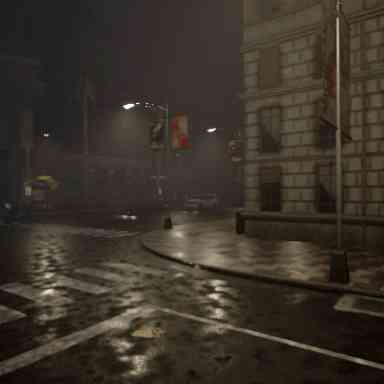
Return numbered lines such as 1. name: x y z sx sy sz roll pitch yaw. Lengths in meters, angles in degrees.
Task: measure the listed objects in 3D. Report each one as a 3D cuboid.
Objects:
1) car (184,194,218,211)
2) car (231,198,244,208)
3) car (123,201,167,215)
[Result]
1. car: 1.303 1.346 43.727 2.150 2.045 5.566 0 0 37
2. car: 8.129 1.596 51.494 5.008 1.535 1.882 0 0 -43
3. car: -4.812 1.673 35.474 2.033 1.411 5.357 0 0 36
